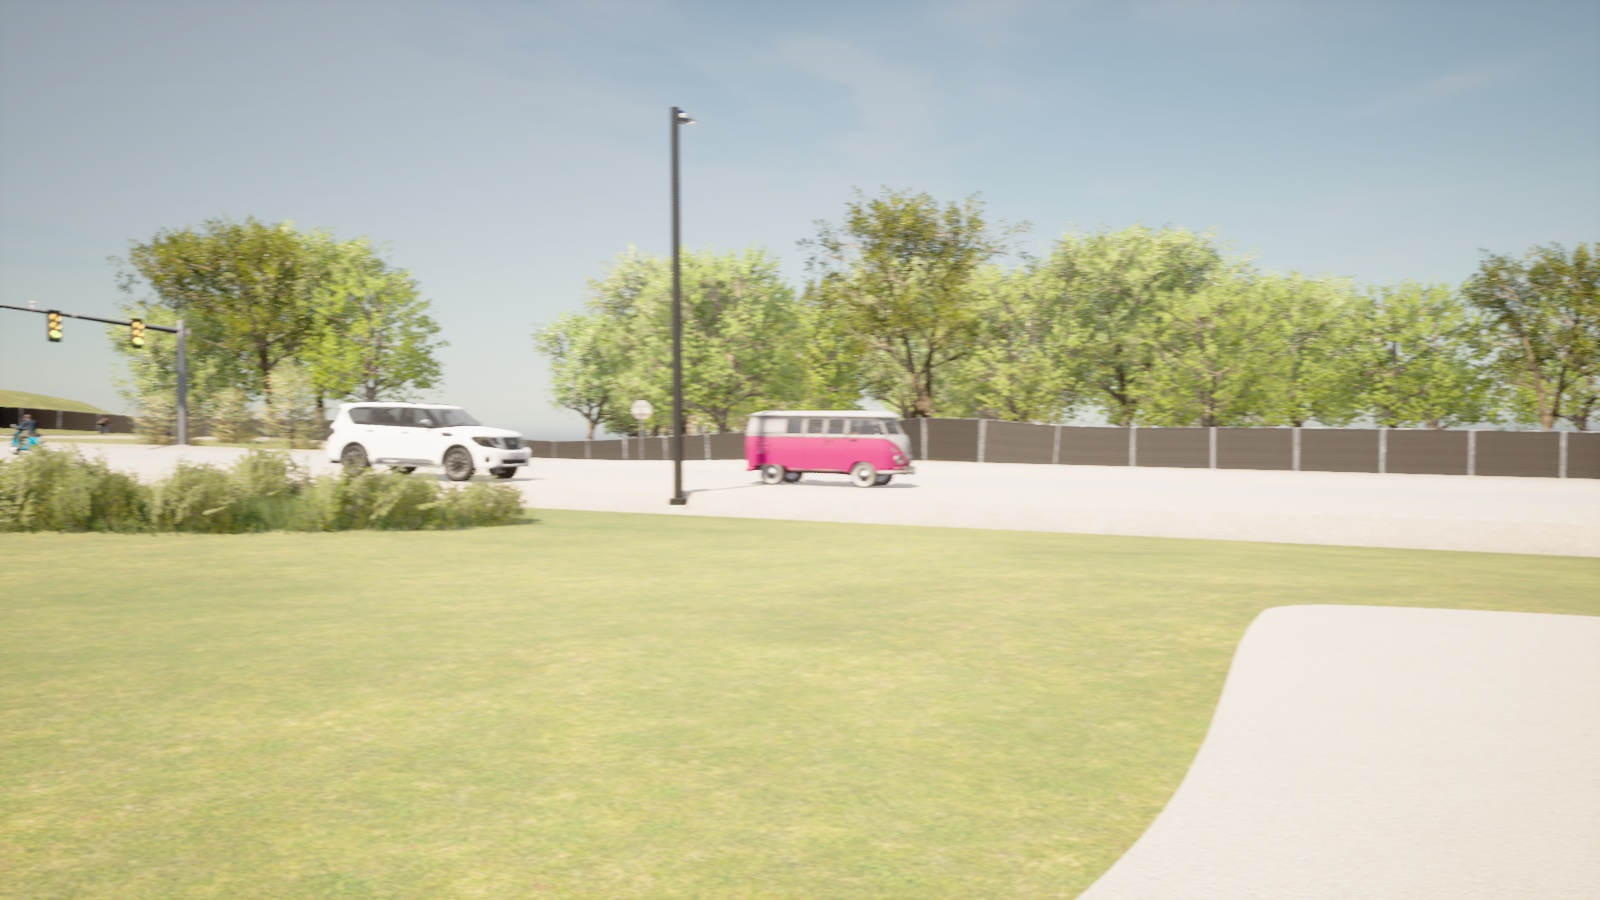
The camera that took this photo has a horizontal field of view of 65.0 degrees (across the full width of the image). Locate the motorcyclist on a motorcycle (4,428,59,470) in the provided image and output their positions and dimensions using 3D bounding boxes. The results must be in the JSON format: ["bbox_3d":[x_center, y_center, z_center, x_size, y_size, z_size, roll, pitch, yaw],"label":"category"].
[{"bbox_3d":[-29.956,-0.037,48.957,1.817,1.590,0.866,0,1,21],"label":"motorcyclist on a motorcycle"}]

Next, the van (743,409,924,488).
[{"bbox_3d":[0.881,-0.061,33.182,4.442,1.987,1.775,0,1,21],"label":"van"}]

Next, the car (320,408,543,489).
[{"bbox_3d":[-9.857,-0.069,33.610,5.566,2.045,2.150,0,1,21],"label":"car"}]
